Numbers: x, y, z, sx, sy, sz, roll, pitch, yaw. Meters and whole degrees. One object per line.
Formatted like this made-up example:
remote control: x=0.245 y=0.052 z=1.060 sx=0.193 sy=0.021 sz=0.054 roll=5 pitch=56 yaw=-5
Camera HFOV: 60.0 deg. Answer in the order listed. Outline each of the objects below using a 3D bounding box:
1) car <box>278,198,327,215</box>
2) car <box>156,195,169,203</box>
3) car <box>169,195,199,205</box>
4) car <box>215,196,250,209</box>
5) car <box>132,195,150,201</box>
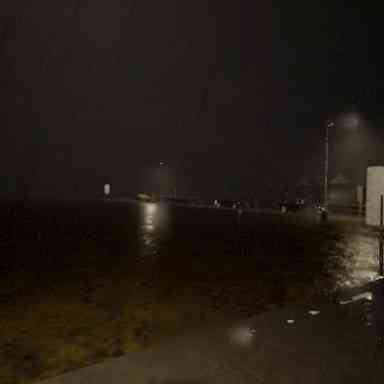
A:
car: x=10.569 y=1.364 z=32.076 sx=1.837 sy=1.490 sz=4.892 roll=2 pitch=-1 yaw=-35
car: x=-4.498 y=1.220 z=59.632 sx=2.033 sy=1.411 sz=5.357 roll=2 pitch=-1 yaw=-35
car: x=-0.976 y=1.246 z=48.320 sx=1.895 sy=1.301 sz=4.718 roll=2 pitch=-1 yaw=-35
car: x=4.804 y=1.249 z=40.183 sx=1.837 sy=1.490 sz=4.892 roll=2 pitch=-1 yaw=-35
car: x=-10.501 y=1.207 z=67.996 sx=1.895 sy=1.301 sz=4.718 roll=2 pitch=-1 yaw=-35
